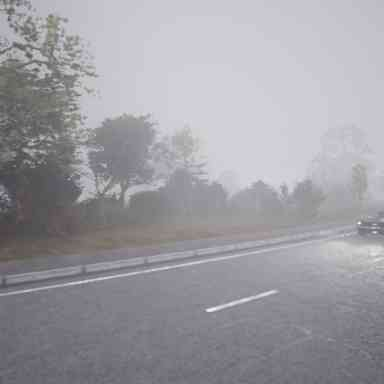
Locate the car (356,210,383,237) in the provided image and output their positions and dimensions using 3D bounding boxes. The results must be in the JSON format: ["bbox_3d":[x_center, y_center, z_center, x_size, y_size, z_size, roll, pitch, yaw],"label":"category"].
[{"bbox_3d":[10.275,1.601,17.303,4.718,1.301,1.895,0,0,-44],"label":"car"}]
